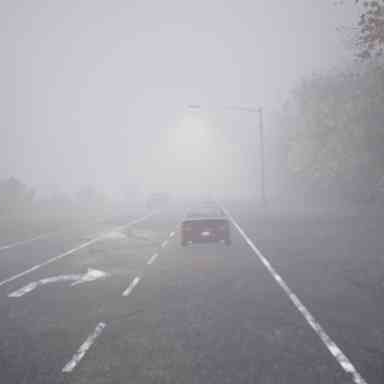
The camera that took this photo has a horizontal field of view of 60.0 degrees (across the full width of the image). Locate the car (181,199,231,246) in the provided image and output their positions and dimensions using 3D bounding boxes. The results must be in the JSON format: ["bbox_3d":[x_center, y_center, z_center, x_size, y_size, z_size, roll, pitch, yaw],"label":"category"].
[{"bbox_3d":[0.607,1.318,14.439,1.882,1.535,5.008,-2,1,3],"label":"car"}]

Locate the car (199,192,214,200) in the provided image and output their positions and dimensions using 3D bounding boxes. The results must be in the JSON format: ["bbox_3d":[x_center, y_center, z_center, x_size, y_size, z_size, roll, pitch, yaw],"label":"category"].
[{"bbox_3d":[1.905,1.068,42.497,2.033,1.411,5.357,-2,1,3],"label":"car"}]

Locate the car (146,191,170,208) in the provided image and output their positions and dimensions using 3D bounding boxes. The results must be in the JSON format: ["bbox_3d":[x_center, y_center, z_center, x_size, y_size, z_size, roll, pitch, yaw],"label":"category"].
[{"bbox_3d":[-4.323,0.967,43.370,2.150,2.045,5.566,-2,1,8],"label":"car"}]

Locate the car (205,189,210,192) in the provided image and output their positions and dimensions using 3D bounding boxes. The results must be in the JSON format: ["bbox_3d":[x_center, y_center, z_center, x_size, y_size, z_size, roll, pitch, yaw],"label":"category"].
[{"bbox_3d":[3.543,0.596,78.159,1.837,1.490,4.892,-2,1,3],"label":"car"}]
